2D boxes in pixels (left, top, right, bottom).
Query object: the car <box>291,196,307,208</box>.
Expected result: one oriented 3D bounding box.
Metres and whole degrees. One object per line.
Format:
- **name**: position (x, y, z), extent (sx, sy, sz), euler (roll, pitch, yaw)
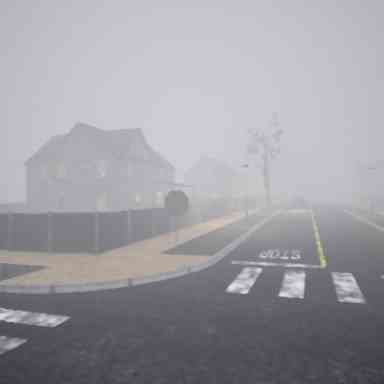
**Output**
- **car**: position (14.091, 1.328, 43.895), extent (2.128, 1.511, 4.902), euler (-1, 0, 20)
